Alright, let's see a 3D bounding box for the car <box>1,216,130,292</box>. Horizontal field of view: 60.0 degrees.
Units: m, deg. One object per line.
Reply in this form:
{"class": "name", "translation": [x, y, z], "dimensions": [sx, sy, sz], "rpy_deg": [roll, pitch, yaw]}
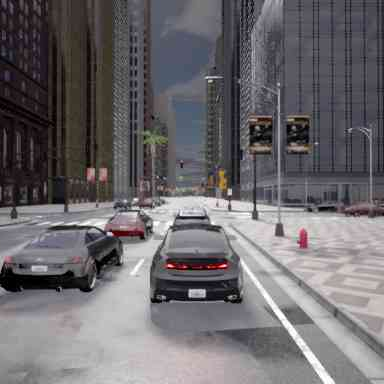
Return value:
{"class": "car", "translation": [-3.170, 1.575, 8.963], "dimensions": [1.994, 1.385, 4.181], "rpy_deg": [0, 0, 1]}

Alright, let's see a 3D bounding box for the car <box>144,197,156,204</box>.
{"class": "car", "translation": [-9.880, 1.980, 78.324], "dimensions": [2.033, 1.411, 5.357], "rpy_deg": [0, 0, 0]}

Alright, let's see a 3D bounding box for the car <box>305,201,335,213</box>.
{"class": "car", "translation": [15.123, 1.658, 37.759], "dimensions": [4.313, 1.339, 1.947], "rpy_deg": [0, 0, -1]}

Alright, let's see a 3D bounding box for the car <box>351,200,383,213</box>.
{"class": "car", "translation": [20.762, 1.639, 37.856], "dimensions": [4.313, 1.339, 1.947], "rpy_deg": [0, 0, -1]}

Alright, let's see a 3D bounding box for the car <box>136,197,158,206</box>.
{"class": "car", "translation": [-6.679, 1.703, 50.020], "dimensions": [1.882, 1.535, 5.008], "rpy_deg": [0, 0, 0]}

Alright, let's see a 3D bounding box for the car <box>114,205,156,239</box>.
{"class": "car", "translation": [-3.178, 1.600, 17.363], "dimensions": [1.994, 1.385, 4.181], "rpy_deg": [0, 0, 0]}

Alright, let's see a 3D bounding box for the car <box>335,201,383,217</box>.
{"class": "car", "translation": [15.267, 1.574, 29.235], "dimensions": [4.206, 1.307, 1.802], "rpy_deg": [0, 0, -1]}

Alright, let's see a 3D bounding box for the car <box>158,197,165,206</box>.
{"class": "car", "translation": [-6.669, 1.648, 60.058], "dimensions": [2.097, 1.767, 4.553], "rpy_deg": [0, 0, 0]}

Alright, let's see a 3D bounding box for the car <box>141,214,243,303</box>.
{"class": "car", "translation": [0.087, 1.514, 8.189], "dimensions": [1.837, 1.490, 4.892], "rpy_deg": [0, 0, 0]}

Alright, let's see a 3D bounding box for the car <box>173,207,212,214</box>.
{"class": "car", "translation": [0.021, 1.528, 17.510], "dimensions": [2.128, 1.511, 4.902], "rpy_deg": [0, 0, 0]}

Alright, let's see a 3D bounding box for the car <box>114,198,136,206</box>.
{"class": "car", "translation": [-9.929, 1.761, 48.290], "dimensions": [2.033, 1.411, 5.357], "rpy_deg": [0, 0, 0]}

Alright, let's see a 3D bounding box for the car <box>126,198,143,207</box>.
{"class": "car", "translation": [-9.928, 1.771, 57.845], "dimensions": [2.128, 1.511, 4.902], "rpy_deg": [0, 0, 0]}

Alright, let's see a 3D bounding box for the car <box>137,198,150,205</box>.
{"class": "car", "translation": [-9.867, 1.918, 67.730], "dimensions": [1.994, 1.385, 4.181], "rpy_deg": [0, 0, 1]}
